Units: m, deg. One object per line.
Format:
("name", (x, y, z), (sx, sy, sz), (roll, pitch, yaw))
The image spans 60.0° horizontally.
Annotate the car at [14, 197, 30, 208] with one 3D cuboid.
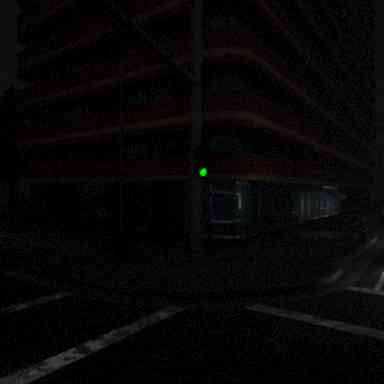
("car", (-19.497, 1.292, 40.467), (1.882, 1.535, 5.008), (0, 0, 36))
